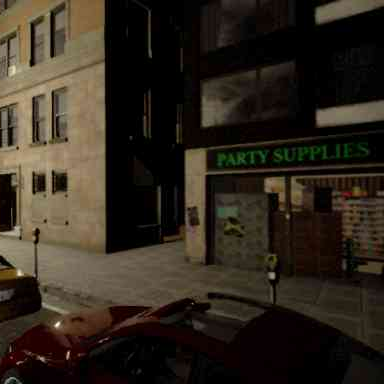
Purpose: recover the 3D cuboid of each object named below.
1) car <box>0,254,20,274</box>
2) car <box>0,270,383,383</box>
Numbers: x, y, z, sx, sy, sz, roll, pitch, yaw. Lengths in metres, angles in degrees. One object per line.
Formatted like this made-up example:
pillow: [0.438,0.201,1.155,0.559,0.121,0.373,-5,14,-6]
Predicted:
car: [-4.733,1.505,6.234,4.829,1.417,1.752,0,0,36]
car: [0.023,1.578,2.839,4.206,1.307,1.802,0,0,36]
